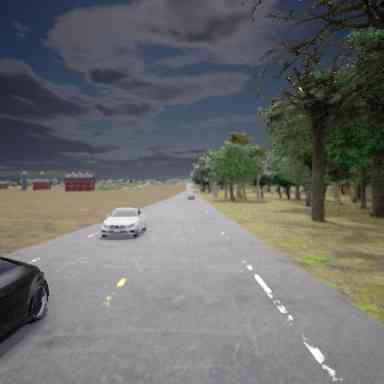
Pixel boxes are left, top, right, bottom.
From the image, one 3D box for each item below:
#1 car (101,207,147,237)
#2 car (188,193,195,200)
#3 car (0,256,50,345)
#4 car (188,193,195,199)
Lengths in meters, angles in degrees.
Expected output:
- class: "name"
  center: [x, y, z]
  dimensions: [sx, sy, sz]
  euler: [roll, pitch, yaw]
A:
- class: "car"
  center: [-3.612, 1.565, 18.294]
  dimensions: [1.812, 1.442, 4.674]
  euler: [0, 1, 0]
- class: "car"
  center: [-0.142, 1.312, 82.977]
  dimensions: [2.033, 1.411, 5.357]
  euler: [0, 0, 0]
- class: "car"
  center: [-3.604, 1.583, 4.434]
  dimensions: [1.994, 1.385, 4.181]
  euler: [0, 0, 0]
- class: "car"
  center: [-0.161, 1.111, 93.399]
  dimensions: [1.812, 1.442, 4.674]
  euler: [0, 0, 0]
